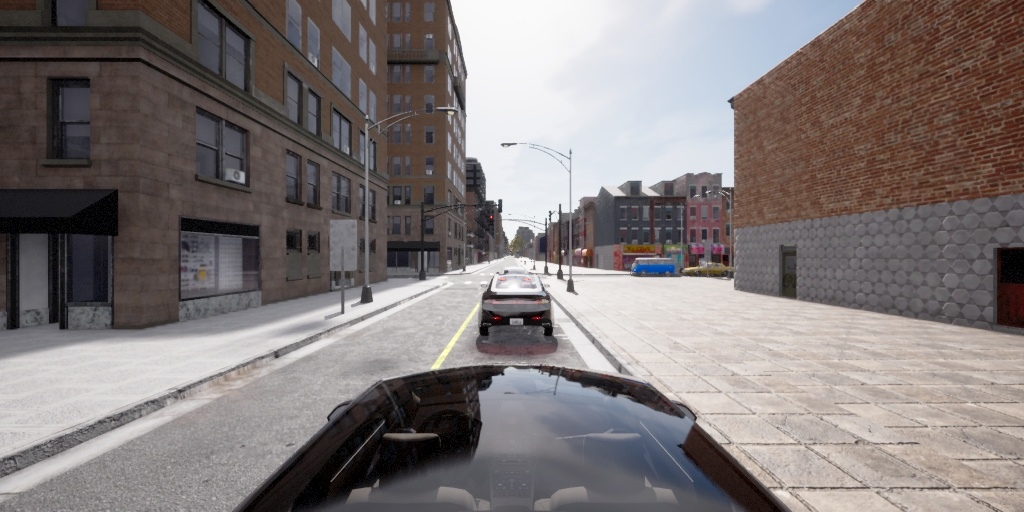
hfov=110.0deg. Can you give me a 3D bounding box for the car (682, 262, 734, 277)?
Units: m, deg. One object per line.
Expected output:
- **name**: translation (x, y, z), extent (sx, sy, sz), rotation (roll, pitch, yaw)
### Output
- **car**: translation (19.206, 1.267, 35.060), extent (4.829, 1.417, 1.751), rotation (0, 0, 0)

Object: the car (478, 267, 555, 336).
- **car**: translation (0.105, 1.241, 10.370), extent (2.128, 1.511, 4.902), rotation (0, 0, 0)

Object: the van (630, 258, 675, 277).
- **van**: translation (13.764, 1.087, 35.073), extent (3.998, 1.789, 1.690), rotation (0, 0, 0)
